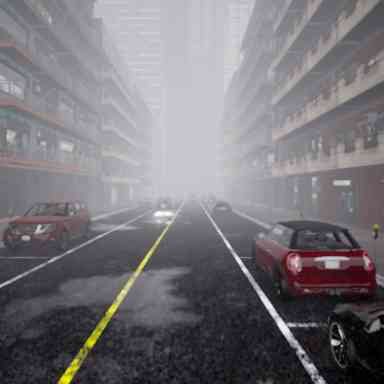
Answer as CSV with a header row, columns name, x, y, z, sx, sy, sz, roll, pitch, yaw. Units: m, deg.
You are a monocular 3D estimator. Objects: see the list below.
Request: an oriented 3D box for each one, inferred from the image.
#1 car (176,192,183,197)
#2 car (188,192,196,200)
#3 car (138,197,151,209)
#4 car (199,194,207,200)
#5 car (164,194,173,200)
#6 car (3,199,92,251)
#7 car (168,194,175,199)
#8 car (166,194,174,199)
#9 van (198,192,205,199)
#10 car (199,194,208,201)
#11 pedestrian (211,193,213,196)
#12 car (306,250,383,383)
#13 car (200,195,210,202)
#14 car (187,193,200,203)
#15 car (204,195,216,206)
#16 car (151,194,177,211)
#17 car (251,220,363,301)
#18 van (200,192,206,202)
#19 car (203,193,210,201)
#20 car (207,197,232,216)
name,x,y,z,sx,sy,sz,roll,pitch,yaw
car,-3.000,0.771,79.372,1.882,1.535,5.008,0,0,0
car,0.000,0.957,80.236,2.097,1.767,4.553,0,0,0
car,-5.700,1.378,41.933,2.008,1.369,4.403,-1,0,0
car,2.680,1.237,81.118,1.947,1.339,4.313,-1,0,0
car,-5.700,1.237,81.146,1.947,1.339,4.313,-1,0,0
car,-5.703,1.257,13.922,2.192,1.841,5.009,-1,0,0
car,-5.700,1.210,92.351,1.802,1.307,4.206,-1,0,0
car,-5.701,1.194,86.749,1.887,1.381,4.507,-1,0,0
van,2.677,0.969,92.321,1.690,1.788,3.998,-1,0,0
car,2.680,1.238,75.516,1.887,1.381,4.507,-1,0,0
pedestrian,3.000,1.084,51.140,0.375,1.860,0.375,-1,1,-3
car,2.680,1.554,2.690,1.947,1.339,4.313,-1,0,0
car,2.681,1.266,69.914,2.008,1.369,4.403,-1,0,0
car,0.001,1.301,60.315,2.033,1.411,5.357,0,0,0
car,2.680,1.401,36.303,2.008,1.369,4.403,-1,0,0
car,-3.093,1.333,38.266,2.128,1.511,4.902,0,0,0
car,2.678,1.405,8.292,1.967,1.590,4.097,-1,0,0
van,2.677,1.078,64.312,1.690,1.788,3.998,-1,0,0
car,3.000,1.328,48.316,1.812,1.442,4.674,0,0,0
car,2.680,1.439,30.700,1.947,1.339,4.313,-1,0,0
